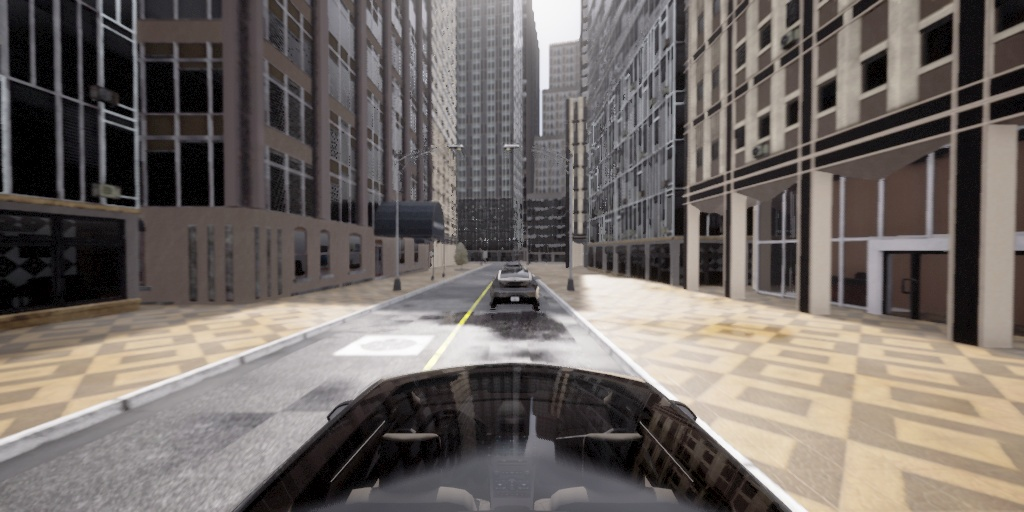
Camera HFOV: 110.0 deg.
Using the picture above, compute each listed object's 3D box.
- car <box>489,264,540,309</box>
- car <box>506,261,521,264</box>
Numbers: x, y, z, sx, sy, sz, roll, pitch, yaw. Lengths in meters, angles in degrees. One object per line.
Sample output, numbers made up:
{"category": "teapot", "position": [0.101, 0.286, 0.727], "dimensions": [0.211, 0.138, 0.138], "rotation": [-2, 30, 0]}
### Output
{"category": "car", "position": [0.103, 1.249, 14.827], "dimensions": [1.837, 1.490, 4.892], "rotation": [0, 0, 0]}
{"category": "car", "position": [0.105, 1.231, 34.996], "dimensions": [2.128, 1.511, 4.902], "rotation": [0, 0, 0]}
